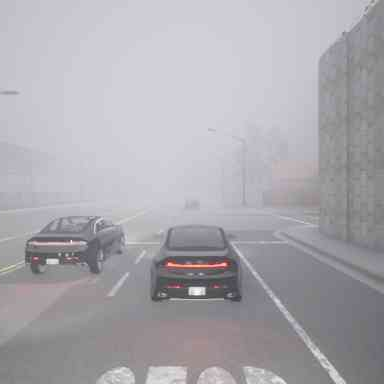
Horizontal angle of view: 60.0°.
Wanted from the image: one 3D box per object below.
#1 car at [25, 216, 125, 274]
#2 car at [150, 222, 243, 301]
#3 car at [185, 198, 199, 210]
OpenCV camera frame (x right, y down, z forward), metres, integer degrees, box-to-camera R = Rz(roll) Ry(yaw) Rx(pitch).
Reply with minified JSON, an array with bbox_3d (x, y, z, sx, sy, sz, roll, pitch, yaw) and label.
[{"bbox_3d":[-3.421,1.492,10.571,2.128,1.511,4.902,0,0,0],"label":"car"},{"bbox_3d":[0.085,1.505,8.300,1.837,1.490,4.892,0,0,0],"label":"car"},{"bbox_3d":[0.012,1.491,44.046,2.128,1.511,4.902,0,0,0],"label":"car"}]
